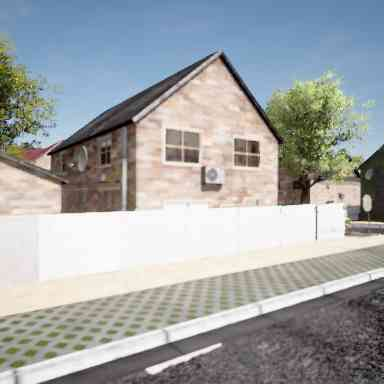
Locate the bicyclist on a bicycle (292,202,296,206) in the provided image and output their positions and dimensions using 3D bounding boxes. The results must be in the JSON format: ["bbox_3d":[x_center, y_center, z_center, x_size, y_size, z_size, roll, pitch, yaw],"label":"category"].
[{"bbox_3d":[9.939,1.806,32.234,1.656,1.620,0.582,-2,1,-35],"label":"bicyclist on a bicycle"}]

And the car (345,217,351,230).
[{"bbox_3d":[8.748,1.946,23.776,1.882,1.535,5.008,0,-2,-35],"label":"car"}]
